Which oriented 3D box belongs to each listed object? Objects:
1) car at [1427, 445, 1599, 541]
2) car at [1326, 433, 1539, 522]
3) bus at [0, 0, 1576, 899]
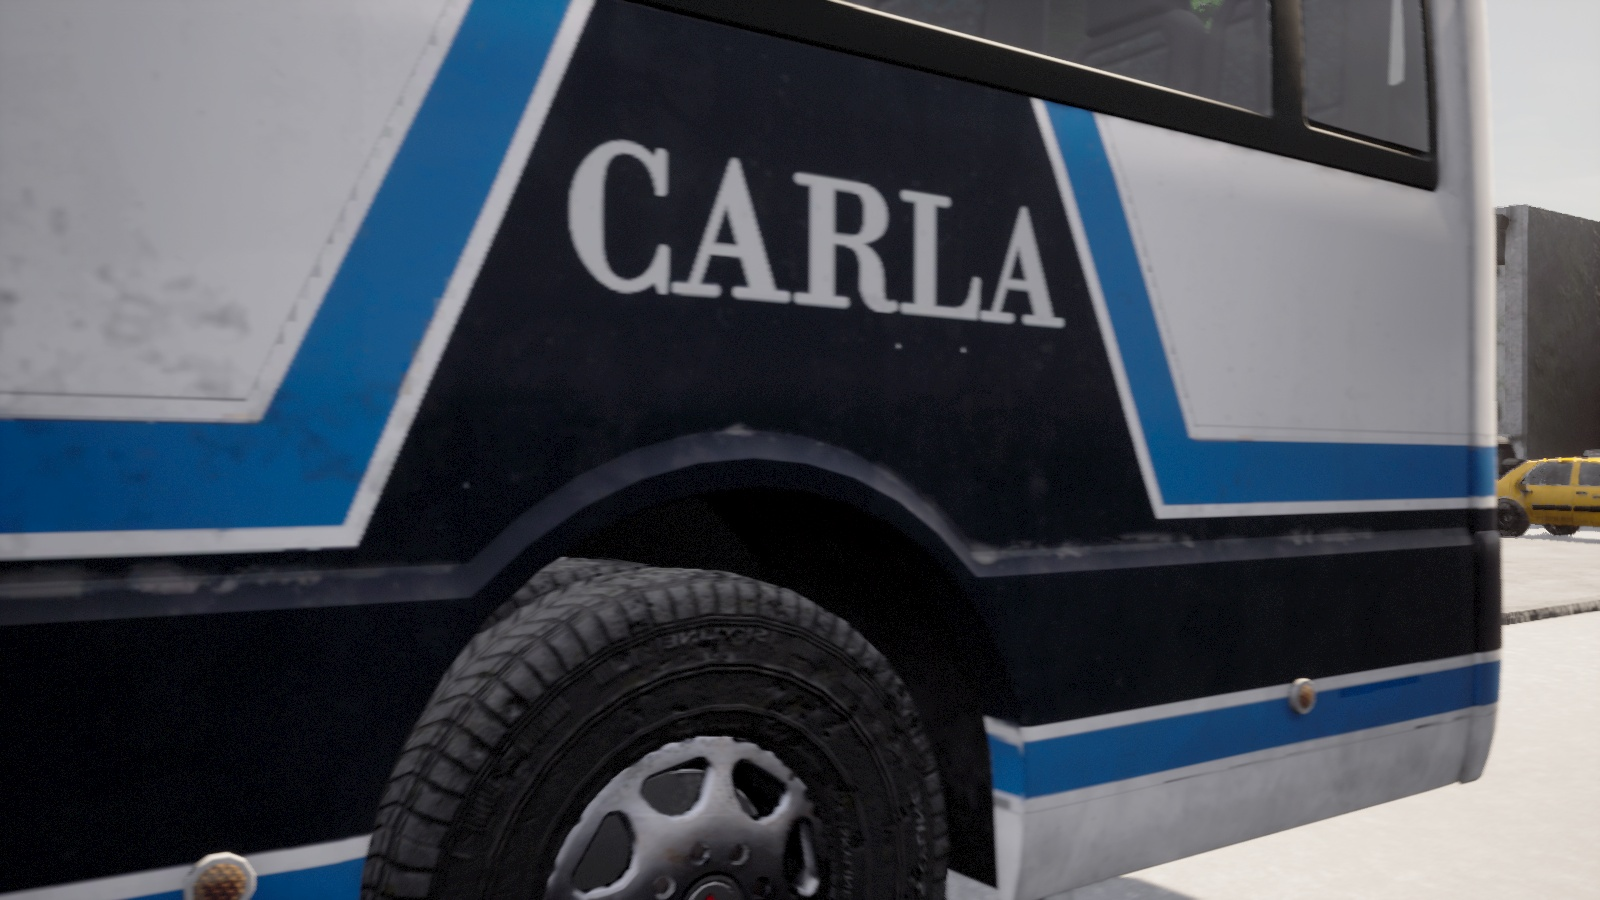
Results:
[{"bbox_3d":[13.769,0.708,21.505,1.801,1.575,5.366,0,0,-28],"label":"car"},{"bbox_3d":[14.206,0.580,28.383,1.905,1.878,3.866,0,0,-34],"label":"car"},{"bbox_3d":[-3.318,-0.620,1.965,10.273,4.253,3.944,0,0,-35],"label":"bus"}]
